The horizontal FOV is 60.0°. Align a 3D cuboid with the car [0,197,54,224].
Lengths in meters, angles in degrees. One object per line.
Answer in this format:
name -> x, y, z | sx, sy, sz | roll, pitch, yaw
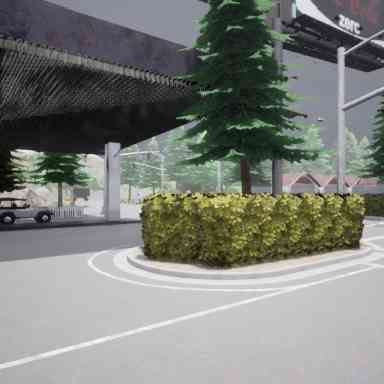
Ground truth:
car -> -11.966, 1.314, 23.488 | 3.866, 1.878, 1.905 | 0, 0, -36
